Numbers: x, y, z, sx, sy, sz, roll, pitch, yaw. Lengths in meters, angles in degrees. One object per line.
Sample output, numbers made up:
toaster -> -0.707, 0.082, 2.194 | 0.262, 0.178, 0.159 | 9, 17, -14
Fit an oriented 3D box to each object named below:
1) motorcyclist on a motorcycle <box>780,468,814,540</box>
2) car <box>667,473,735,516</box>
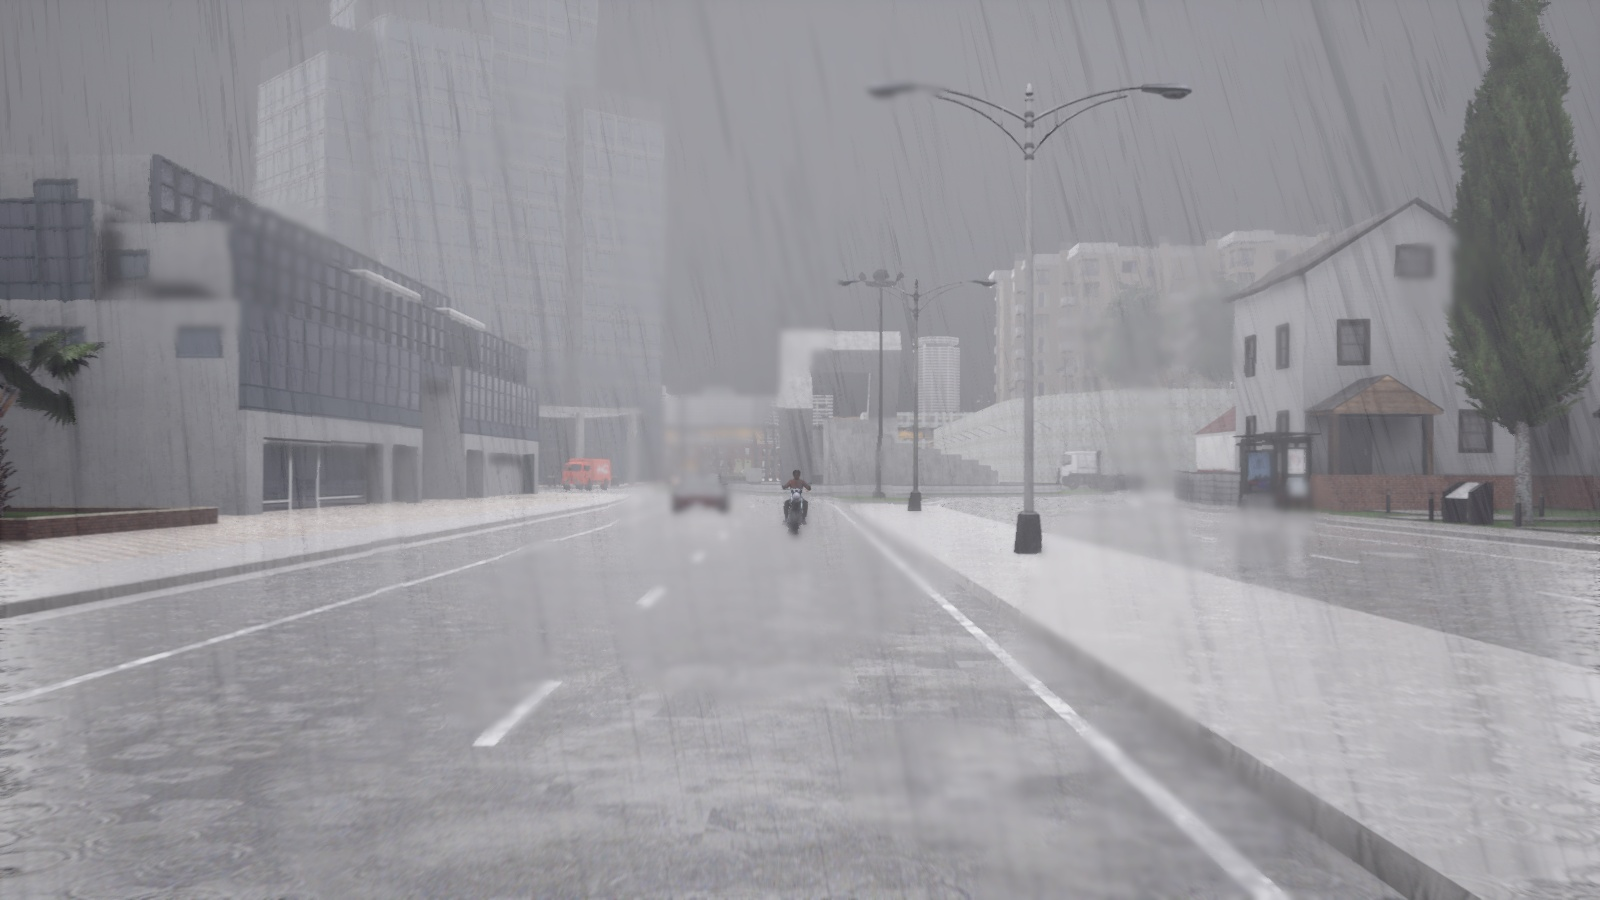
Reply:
motorcyclist on a motorcycle -> -0.074, 1.275, 30.422 | 0.766, 1.649, 2.350 | 0, -1, 0
car -> -3.612, 1.612, 46.782 | 2.163, 1.488, 4.792 | 0, -1, 0
